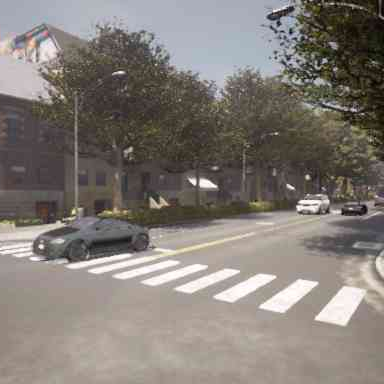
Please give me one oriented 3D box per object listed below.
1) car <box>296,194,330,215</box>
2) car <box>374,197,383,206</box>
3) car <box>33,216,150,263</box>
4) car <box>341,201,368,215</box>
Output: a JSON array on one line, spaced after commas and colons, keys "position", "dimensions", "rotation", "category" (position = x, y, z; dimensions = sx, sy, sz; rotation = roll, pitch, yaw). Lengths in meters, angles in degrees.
[{"position": [12.666, 1.266, 34.518], "dimensions": [2.150, 2.045, 5.566], "rotation": [0, -1, 36], "category": "car"}, {"position": [31.036, 1.573, 54.290], "dimensions": [2.033, 1.411, 5.357], "rotation": [0, 0, 35], "category": "car"}, {"position": [-3.583, 1.606, 12.369], "dimensions": [1.994, 1.385, 4.181], "rotation": [0, 0, 43], "category": "car"}, {"position": [16.506, 1.590, 33.728], "dimensions": [1.994, 1.385, 4.181], "rotation": [0, 0, 35], "category": "car"}]
